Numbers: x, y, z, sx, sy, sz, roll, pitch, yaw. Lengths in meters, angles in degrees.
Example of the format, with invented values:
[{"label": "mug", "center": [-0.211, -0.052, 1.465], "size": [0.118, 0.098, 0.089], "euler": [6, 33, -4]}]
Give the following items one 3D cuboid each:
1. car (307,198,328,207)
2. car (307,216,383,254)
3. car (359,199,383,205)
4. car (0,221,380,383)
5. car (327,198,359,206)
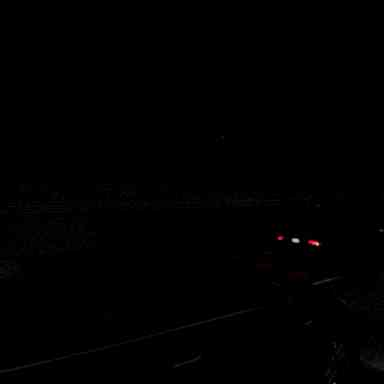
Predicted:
[{"label": "car", "center": [16.327, 1.535, 41.477], "size": [4.892, 1.490, 1.837], "euler": [0, 0, -35]}, {"label": "car", "center": [5.262, 1.560, 11.813], "size": [5.357, 1.411, 2.033], "euler": [0, 0, -36]}, {"label": "car", "center": [20.408, 1.533, 35.791], "size": [4.892, 1.490, 1.837], "euler": [0, 0, -35]}, {"label": "car", "center": [-0.167, 1.355, 3.643], "size": [4.553, 1.767, 2.097], "euler": [0, 0, -35]}, {"label": "car", "center": [18.364, 1.521, 38.632], "size": [4.902, 1.511, 2.128], "euler": [0, 0, -35]}]
